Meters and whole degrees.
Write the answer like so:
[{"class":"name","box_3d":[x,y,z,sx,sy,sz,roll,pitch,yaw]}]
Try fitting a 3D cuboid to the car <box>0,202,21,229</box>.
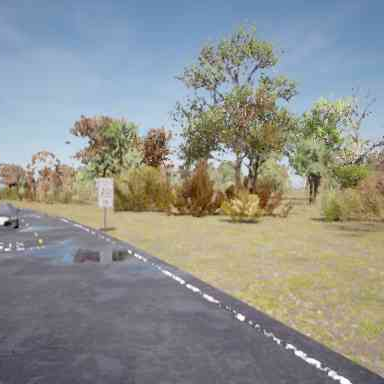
[{"class":"car","box_3d":[-11.765,1.443,20.446,2.128,1.511,4.902,0,0,-31]}]
